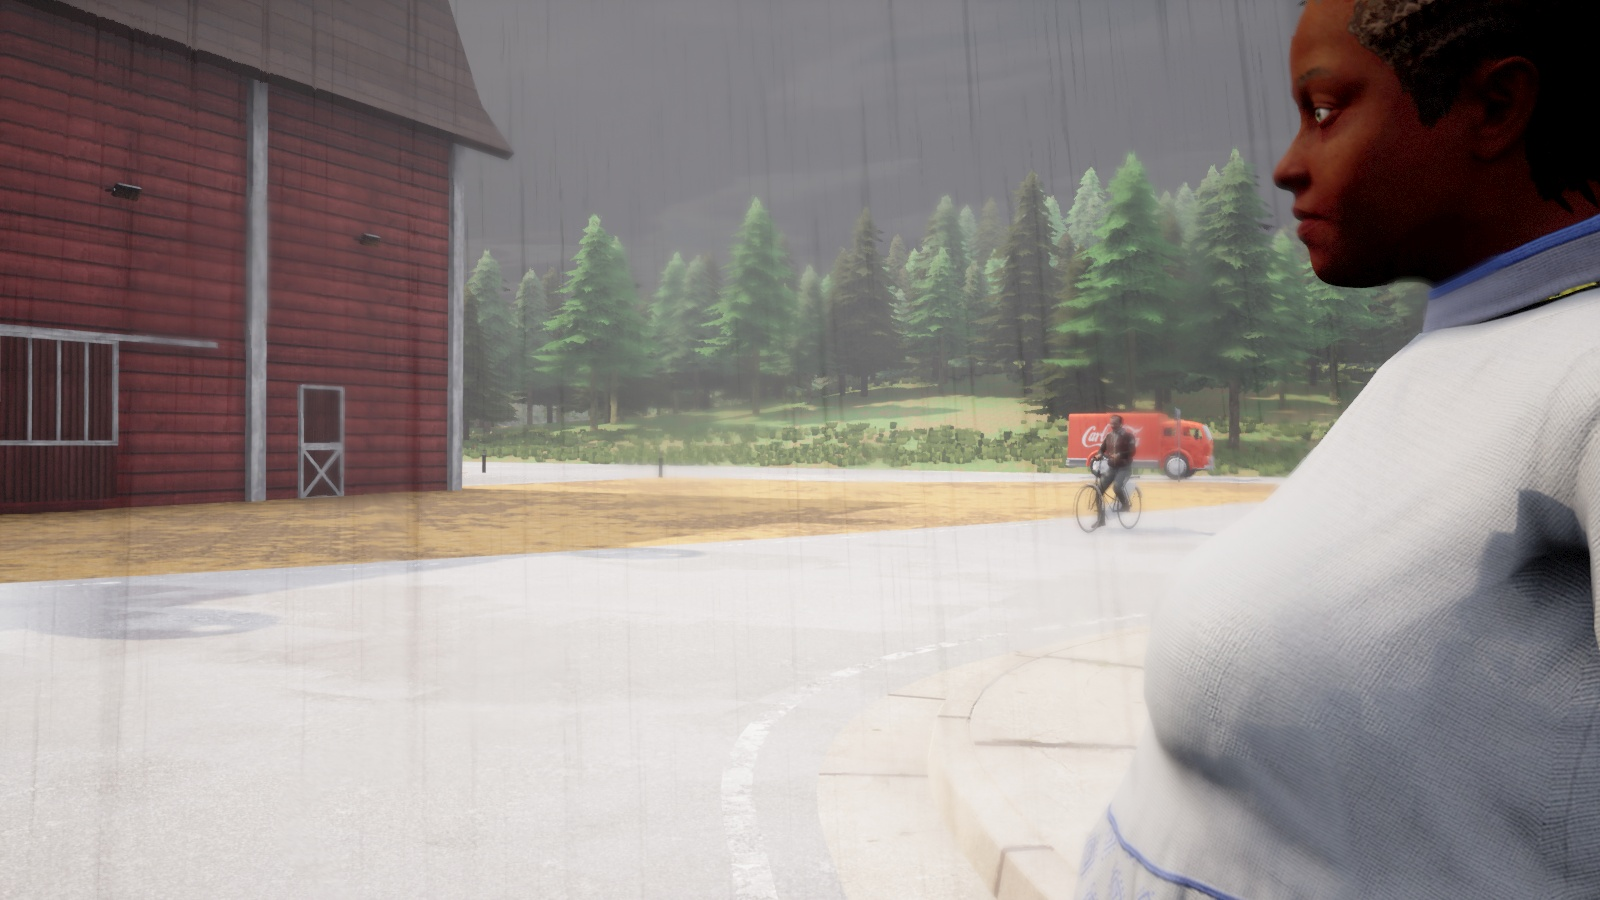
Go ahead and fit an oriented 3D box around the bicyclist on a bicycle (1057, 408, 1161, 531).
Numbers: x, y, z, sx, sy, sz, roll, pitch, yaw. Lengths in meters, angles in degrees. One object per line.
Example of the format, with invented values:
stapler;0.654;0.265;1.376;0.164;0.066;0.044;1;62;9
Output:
bicyclist on a bicycle;4.673;0.268;18.923;1.843;1.776;0.659;-1;1;-45

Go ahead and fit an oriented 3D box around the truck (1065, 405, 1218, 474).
truck;12.914;-0.383;47.506;5.204;2.467;2.627;0;1;26

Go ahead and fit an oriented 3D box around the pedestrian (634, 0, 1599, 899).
pedestrian;0.492;0.512;0.896;0.900;1.855;0.874;0;0;19
